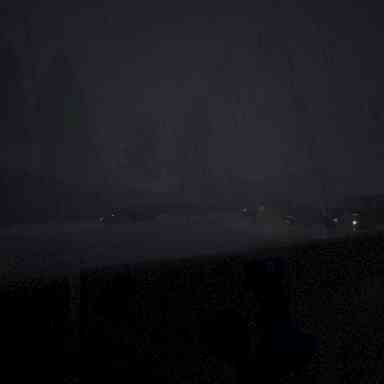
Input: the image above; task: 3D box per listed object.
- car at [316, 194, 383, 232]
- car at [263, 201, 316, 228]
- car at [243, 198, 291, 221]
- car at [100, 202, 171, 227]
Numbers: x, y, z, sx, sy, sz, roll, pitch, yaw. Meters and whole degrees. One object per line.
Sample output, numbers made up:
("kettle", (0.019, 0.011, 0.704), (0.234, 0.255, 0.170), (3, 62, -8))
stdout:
("car", (10.113, 1.172, 19.796), (5.566, 2.045, 2.150), (0, 0, -35))
("car", (6.997, 1.518, 21.871), (4.181, 1.385, 1.994), (0, 0, -35))
("car", (6.061, 1.303, 25.501), (4.553, 1.767, 2.097), (0, 0, -35))
("car", (-3.805, 1.467, 22.768), (4.902, 1.511, 2.128), (0, 0, -35))
